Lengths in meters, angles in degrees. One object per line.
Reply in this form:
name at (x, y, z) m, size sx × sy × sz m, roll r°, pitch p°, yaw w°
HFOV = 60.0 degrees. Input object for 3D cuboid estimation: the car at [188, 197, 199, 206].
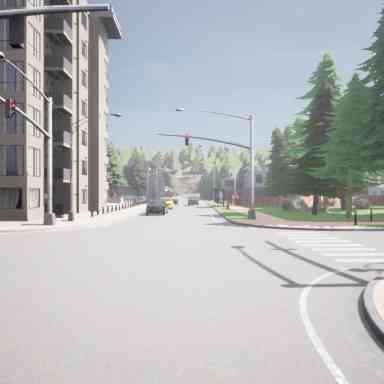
car at (0.196, 1.547, 55.714) m, size 2.033 × 1.411 × 5.357 m, roll 0°, pitch 0°, yaw 0°

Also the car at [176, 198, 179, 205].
car at (-3.325, 1.601, 57.433) m, size 1.895 × 1.301 × 4.718 m, roll 0°, pitch 0°, yaw 1°

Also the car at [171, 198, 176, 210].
car at (-3.439, 1.478, 43.494) m, size 1.882 × 1.535 × 5.008 m, roll 0°, pitch 0°, yaw 0°

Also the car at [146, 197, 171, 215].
car at (-3.483, 1.478, 33.534) m, size 1.882 × 1.535 × 5.008 m, roll 0°, pitch 0°, yaw 0°
